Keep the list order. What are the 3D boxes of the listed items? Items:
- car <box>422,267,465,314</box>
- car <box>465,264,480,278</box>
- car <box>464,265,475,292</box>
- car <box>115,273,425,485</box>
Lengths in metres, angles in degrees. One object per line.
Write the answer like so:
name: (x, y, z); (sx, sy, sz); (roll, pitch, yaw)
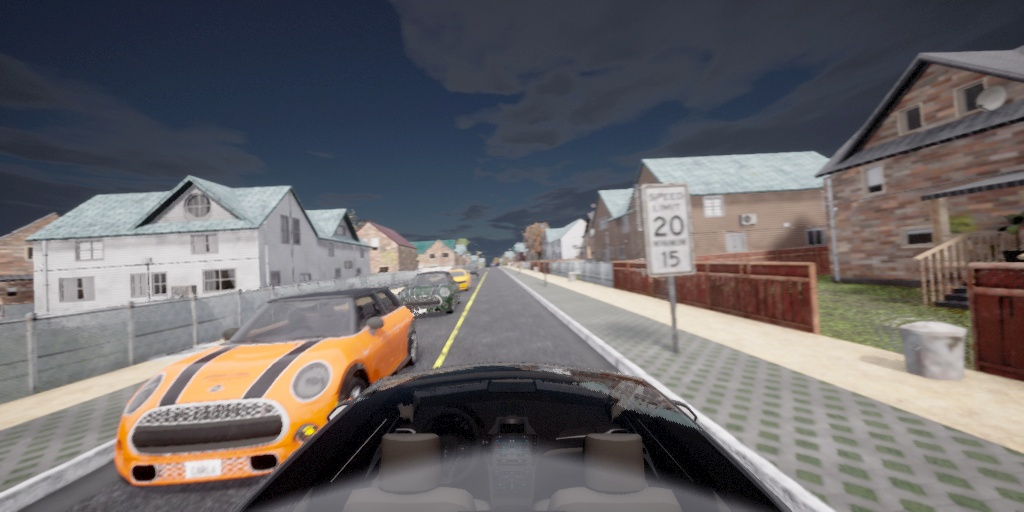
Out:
car: (-3.424, 1.448, 15.384); (2.097, 1.767, 4.553); (-4, -1, -3)
car: (-4.742, 1.630, 41.132); (1.837, 1.490, 4.892); (-4, -1, -3)
car: (-3.986, 1.722, 25.879); (1.882, 1.535, 5.008); (-4, 0, -3)
car: (-2.885, 1.317, 5.417); (2.097, 1.767, 4.553); (-4, -1, -3)
